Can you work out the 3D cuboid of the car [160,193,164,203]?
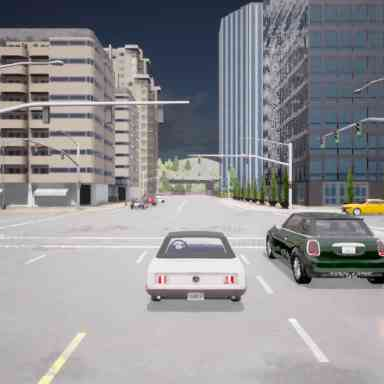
[{"bbox_3d":[-6.894,1.223,68.163,2.150,2.045,5.566,0,0,0],"label":"car"}]

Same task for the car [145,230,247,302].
[{"bbox_3d":[0.089,1.601,8.243,1.895,1.301,4.718,0,0,0],"label":"car"}]

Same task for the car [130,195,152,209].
[{"bbox_3d":[-7.023,1.491,44.682,2.128,1.511,4.902,0,0,0],"label":"car"}]

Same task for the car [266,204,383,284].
[{"bbox_3d":[3.598,1.352,9.731,2.097,1.767,4.553,0,0,0],"label":"car"}]

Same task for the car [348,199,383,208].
[{"bbox_3d":[16.870,1.422,31.605,5.008,1.535,1.882,0,0,1],"label":"car"}]

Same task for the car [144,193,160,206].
[{"bbox_3d":[-7.000,1.222,54.254,2.150,2.045,5.566,0,0,0],"label":"car"}]
